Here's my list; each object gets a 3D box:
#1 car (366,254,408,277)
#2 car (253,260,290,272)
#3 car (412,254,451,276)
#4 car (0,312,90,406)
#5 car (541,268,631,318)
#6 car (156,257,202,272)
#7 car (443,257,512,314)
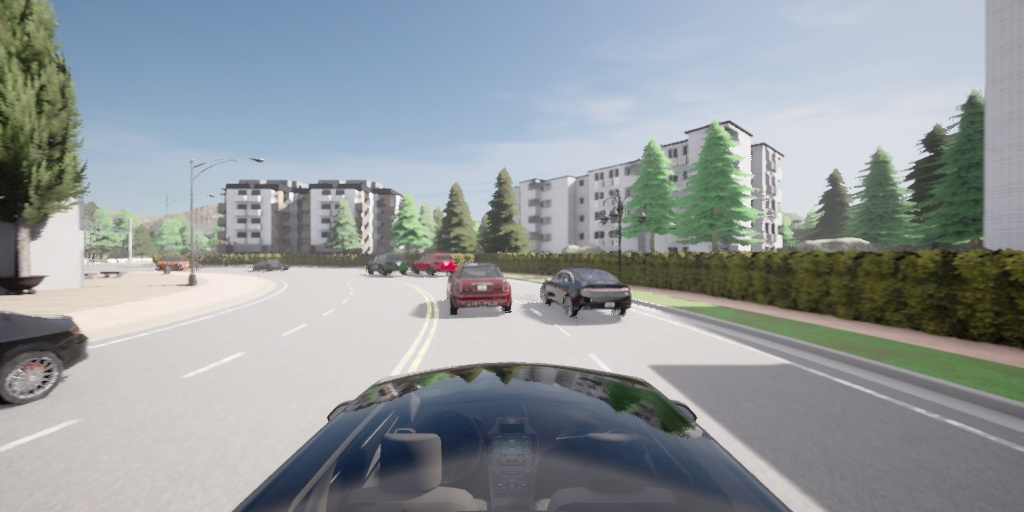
[{"bbox_3d":[-11.846,0.805,33.927,2.150,2.045,5.566,0,0,-41],"label":"car"},{"bbox_3d":[-27.699,1.114,41.297,4.181,1.385,1.994,0,0,26],"label":"car"},{"bbox_3d":[-7.545,0.803,34.209,2.150,2.045,5.566,0,0,-38],"label":"car"},{"bbox_3d":[-7.275,1.268,3.497,1.812,1.442,4.674,0,0,-3],"label":"car"},{"bbox_3d":[2.395,1.183,12.724,2.128,1.511,4.902,0,0,-10],"label":"car"},{"bbox_3d":[-38.394,0.903,41.396,4.553,1.767,2.097,0,0,12],"label":"car"},{"bbox_3d":[-1.404,1.039,13.706,2.097,1.767,4.553,0,0,-12],"label":"car"}]
